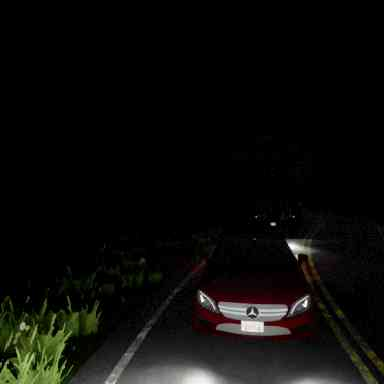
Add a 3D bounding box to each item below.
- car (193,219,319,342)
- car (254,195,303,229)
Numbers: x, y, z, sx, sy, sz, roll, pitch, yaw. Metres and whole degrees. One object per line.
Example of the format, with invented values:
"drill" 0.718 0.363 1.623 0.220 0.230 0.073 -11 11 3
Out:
"car" 1.231 1.534 6.725 1.812 1.442 4.674 -1 0 11
"car" 5.012 1.214 18.912 2.150 2.045 5.566 -2 -1 22
